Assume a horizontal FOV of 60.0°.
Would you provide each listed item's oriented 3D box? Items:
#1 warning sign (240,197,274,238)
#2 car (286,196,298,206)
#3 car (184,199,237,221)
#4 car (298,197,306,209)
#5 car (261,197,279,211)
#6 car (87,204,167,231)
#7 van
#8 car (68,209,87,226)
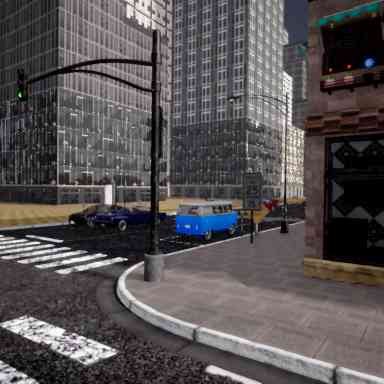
[{"bbox_3d":[3.150,1.177,16.112,1.300,1.860,1.060,1,1,36],"label":"warning sign"},{"bbox_3d":[16.442,1.364,53.266,1.752,1.417,4.829,1,1,36],"label":"car"},{"bbox_3d":[1.646,1.414,28.070,2.128,1.511,4.902,1,1,35],"label":"car"},{"bbox_3d":[15.609,1.416,42.228,1.882,1.535,5.008,1,1,36],"label":"car"},{"bbox_3d":[7.506,1.506,36.272,1.895,1.301,4.718,1,1,36],"label":"car"},{"bbox_3d":[-3.744,1.541,20.520,1.895,1.301,4.718,1,1,36],"label":"car"},{"bbox_3d":[0.870,1.368,17.009,1.690,1.788,3.998,1,1,36],"label":"van"},{"bbox_3d":[-5.954,1.467,21.880,1.947,1.339,4.313,1,1,36],"label":"car"}]
